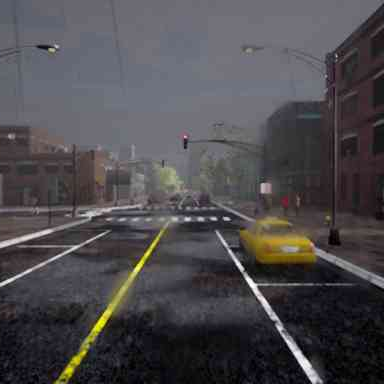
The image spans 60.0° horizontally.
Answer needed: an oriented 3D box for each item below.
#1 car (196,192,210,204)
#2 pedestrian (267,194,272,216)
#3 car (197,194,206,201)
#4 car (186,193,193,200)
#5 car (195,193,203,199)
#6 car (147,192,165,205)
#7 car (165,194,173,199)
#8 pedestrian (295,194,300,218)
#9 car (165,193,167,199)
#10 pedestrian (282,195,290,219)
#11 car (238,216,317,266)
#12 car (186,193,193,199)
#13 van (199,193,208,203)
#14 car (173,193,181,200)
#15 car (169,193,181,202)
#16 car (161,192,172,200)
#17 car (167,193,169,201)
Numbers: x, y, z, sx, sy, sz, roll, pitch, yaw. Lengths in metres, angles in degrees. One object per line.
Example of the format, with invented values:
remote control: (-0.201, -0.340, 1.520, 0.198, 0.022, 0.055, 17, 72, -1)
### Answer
car: (2.243, 1.105, 60.141, 2.192, 1.841, 5.009, -1, 0, 0)
pedestrian: (5.945, 1.053, 25.707, 0.375, 1.860, 0.375, -1, 1, 0)
car: (2.123, 1.282, 76.773, 2.008, 1.369, 4.403, -1, 0, 0)
car: (-0.594, 1.238, 80.565, 2.128, 1.511, 4.902, 0, 0, 0)
car: (1.999, 1.111, 93.404, 1.967, 1.590, 4.097, -1, 0, 0)
car: (-6.096, 1.123, 54.535, 2.192, 1.841, 5.009, 0, 0, 0)
car: (-6.380, 1.214, 93.343, 1.887, 1.381, 4.507, 0, 0, 0)
pedestrian: (7.950, 1.036, 25.121, 0.375, 1.860, 0.375, -1, 1, 0)
car: (-6.136, 1.333, 60.079, 1.887, 1.381, 4.507, 0, 0, 0)
pedestrian: (6.938, 1.051, 24.514, 0.375, 1.860, 0.375, -1, 1, 0)
car: (2.604, 1.487, 11.175, 1.752, 1.417, 4.829, -1, 0, 0)
car: (-0.669, 1.054, 90.980, 1.882, 1.535, 5.008, 0, 0, 0)
van: (2.202, 1.111, 65.684, 1.690, 1.788, 3.998, -1, 0, 0)
car: (-3.607, 1.130, 82.368, 1.882, 1.535, 5.008, 0, 0, 0)
car: (-3.500, 1.324, 66.865, 1.994, 1.385, 4.181, 0, 0, 0)
car: (-6.300, 1.024, 82.254, 2.192, 1.841, 5.009, 0, 0, 0)
car: (-6.176, 1.351, 65.624, 1.802, 1.307, 4.206, 0, 0, 0)
